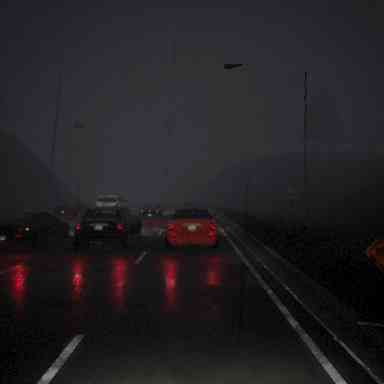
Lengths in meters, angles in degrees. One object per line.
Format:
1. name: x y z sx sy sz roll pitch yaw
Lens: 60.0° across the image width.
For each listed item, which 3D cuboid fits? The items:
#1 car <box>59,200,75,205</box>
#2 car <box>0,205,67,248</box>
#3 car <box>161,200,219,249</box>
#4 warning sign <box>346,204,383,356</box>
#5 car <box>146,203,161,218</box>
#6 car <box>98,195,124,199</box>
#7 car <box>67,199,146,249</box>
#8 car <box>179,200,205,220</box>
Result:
1. car: -10.515 1.485 29.513 1.882 1.535 5.008 0 0 -1
2. car: -7.000 1.534 14.650 1.812 1.442 4.674 0 0 0
3. car: 0.000 1.367 14.620 2.097 1.767 4.553 0 0 0
4. warning sign: 3.050 1.115 4.654 1.300 1.860 1.060 0 0 0
5. car: -3.517 1.617 29.653 1.895 1.301 4.718 0 0 -1
6. car: -7.016 1.258 29.598 2.150 2.045 5.566 0 0 -1
7. car: -3.500 1.367 14.620 2.097 1.767 4.553 0 0 0
8. car: -0.016 1.496 29.677 2.128 1.511 4.902 0 0 -1
